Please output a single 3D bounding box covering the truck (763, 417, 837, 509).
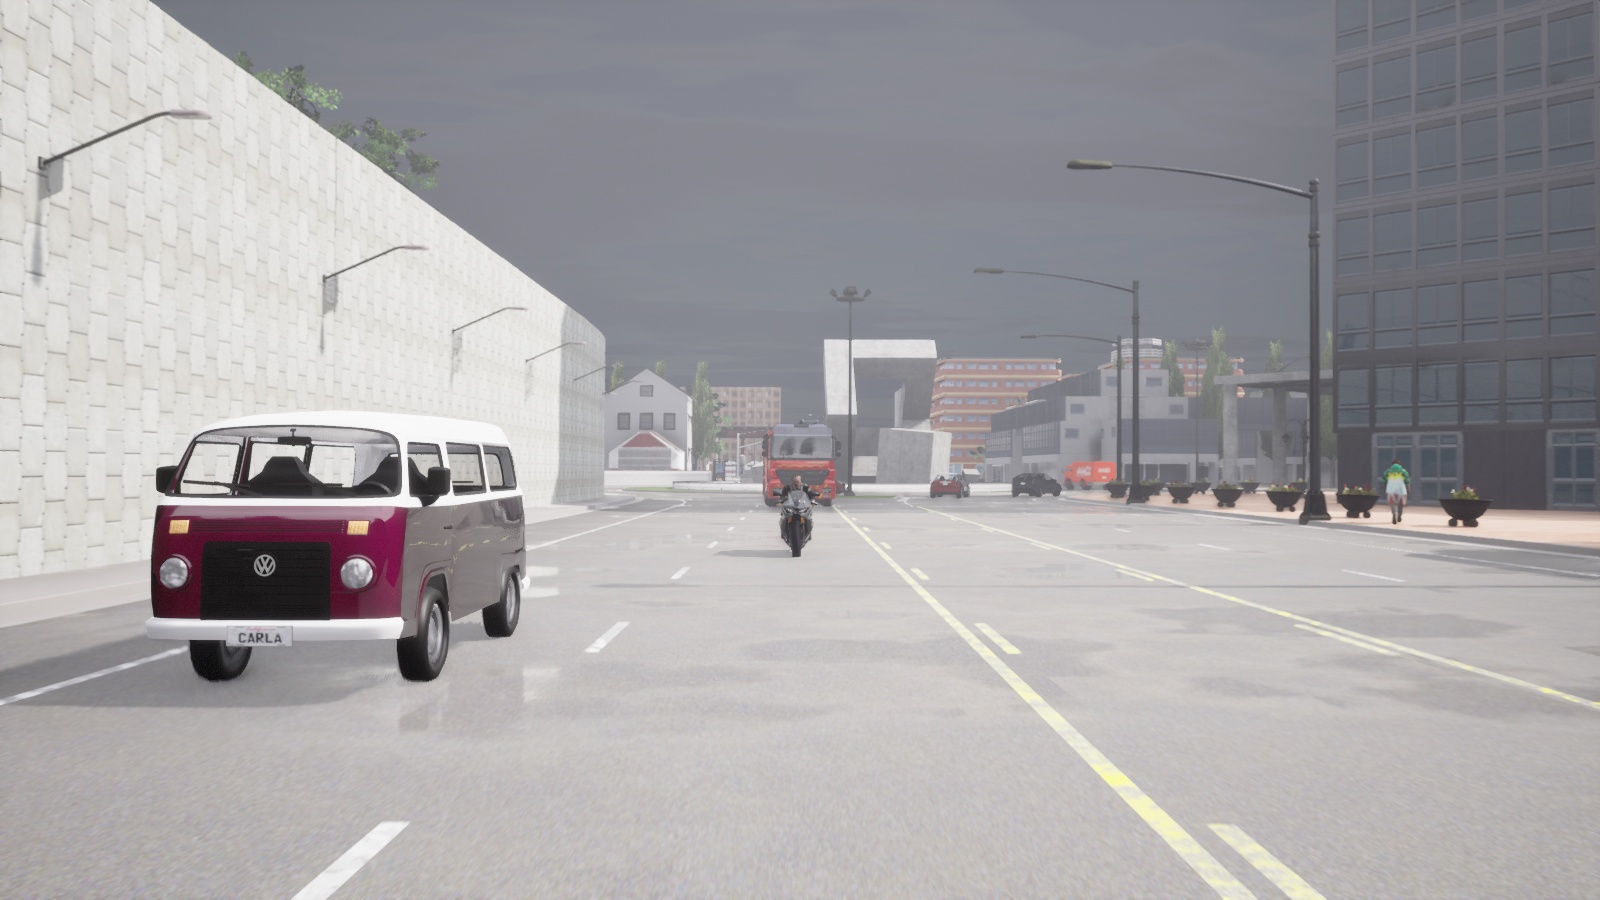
[{"bbox_3d":[-0.119,0.601,56.798,2.891,3.827,8.468,0,-1,-3],"label":"truck"}]

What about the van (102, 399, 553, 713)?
[{"bbox_3d":[-3.527,0.727,10.450,2.069,2.038,4.480,0,-1,0],"label":"van"}]

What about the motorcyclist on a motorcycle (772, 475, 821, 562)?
[{"bbox_3d":[-0.057,1.243,23.461,0.866,1.530,2.191,0,-1,0],"label":"motorcyclist on a motorcycle"}]

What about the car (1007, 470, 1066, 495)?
[{"bbox_3d":[14.840,2.019,78.656,2.007,1.525,4.514,-1,-1,33],"label":"car"}]

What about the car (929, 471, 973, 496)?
[{"bbox_3d":[9.043,2.003,75.211,1.970,1.475,3.806,-1,-1,17],"label":"car"}]

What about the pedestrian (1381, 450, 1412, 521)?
[{"bbox_3d":[16.728,0.993,35.230,0.659,1.952,0.873,-1,-1,32],"label":"pedestrian"}]
